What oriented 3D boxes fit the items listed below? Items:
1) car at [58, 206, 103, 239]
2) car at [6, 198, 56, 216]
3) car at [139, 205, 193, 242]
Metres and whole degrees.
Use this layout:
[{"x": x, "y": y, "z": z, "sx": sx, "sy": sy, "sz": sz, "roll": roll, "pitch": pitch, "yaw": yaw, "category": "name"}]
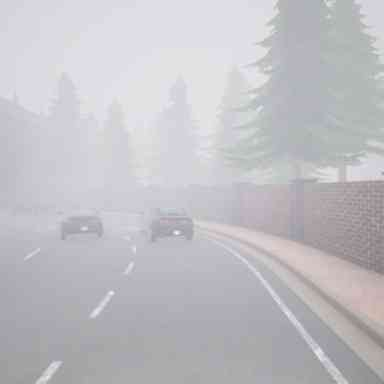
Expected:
[{"x": -5.616, "y": 1.400, "z": 16.618, "sx": 1.812, "sy": 1.442, "sz": 4.674, "roll": 0, "pitch": 0, "yaw": -23, "category": "car"}, {"x": -14.102, "y": 1.284, "z": 29.093, "sx": 4.892, "sy": 1.490, "sz": 1.837, "roll": 0, "pitch": 0, "yaw": 25, "category": "car"}, {"x": -1.339, "y": 1.384, "z": 15.922, "sx": 1.837, "sy": 1.490, "sz": 4.892, "roll": 1, "pitch": 0, "yaw": -17, "category": "car"}]
